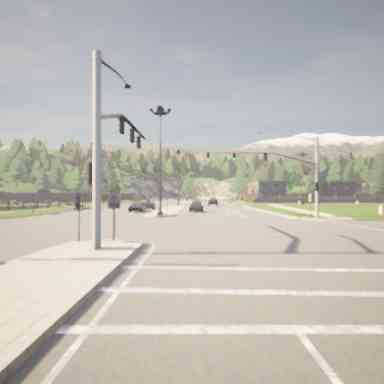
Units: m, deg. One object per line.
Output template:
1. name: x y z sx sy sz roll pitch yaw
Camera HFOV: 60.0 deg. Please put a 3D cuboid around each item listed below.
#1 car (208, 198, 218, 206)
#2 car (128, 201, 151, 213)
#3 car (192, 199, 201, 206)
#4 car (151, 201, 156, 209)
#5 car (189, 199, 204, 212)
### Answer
1. car: 4.482 1.989 71.477 2.097 1.767 4.553 0 -1 1
2. car: -7.492 2.066 46.223 2.033 1.411 5.357 0 -1 1
3. car: 0.983 2.230 71.585 1.895 1.301 4.718 0 -1 1
4. car: -7.274 2.195 56.293 1.994 1.385 4.181 0 -1 1
5. car: 0.593 2.081 46.130 1.994 1.385 4.181 0 -1 1
